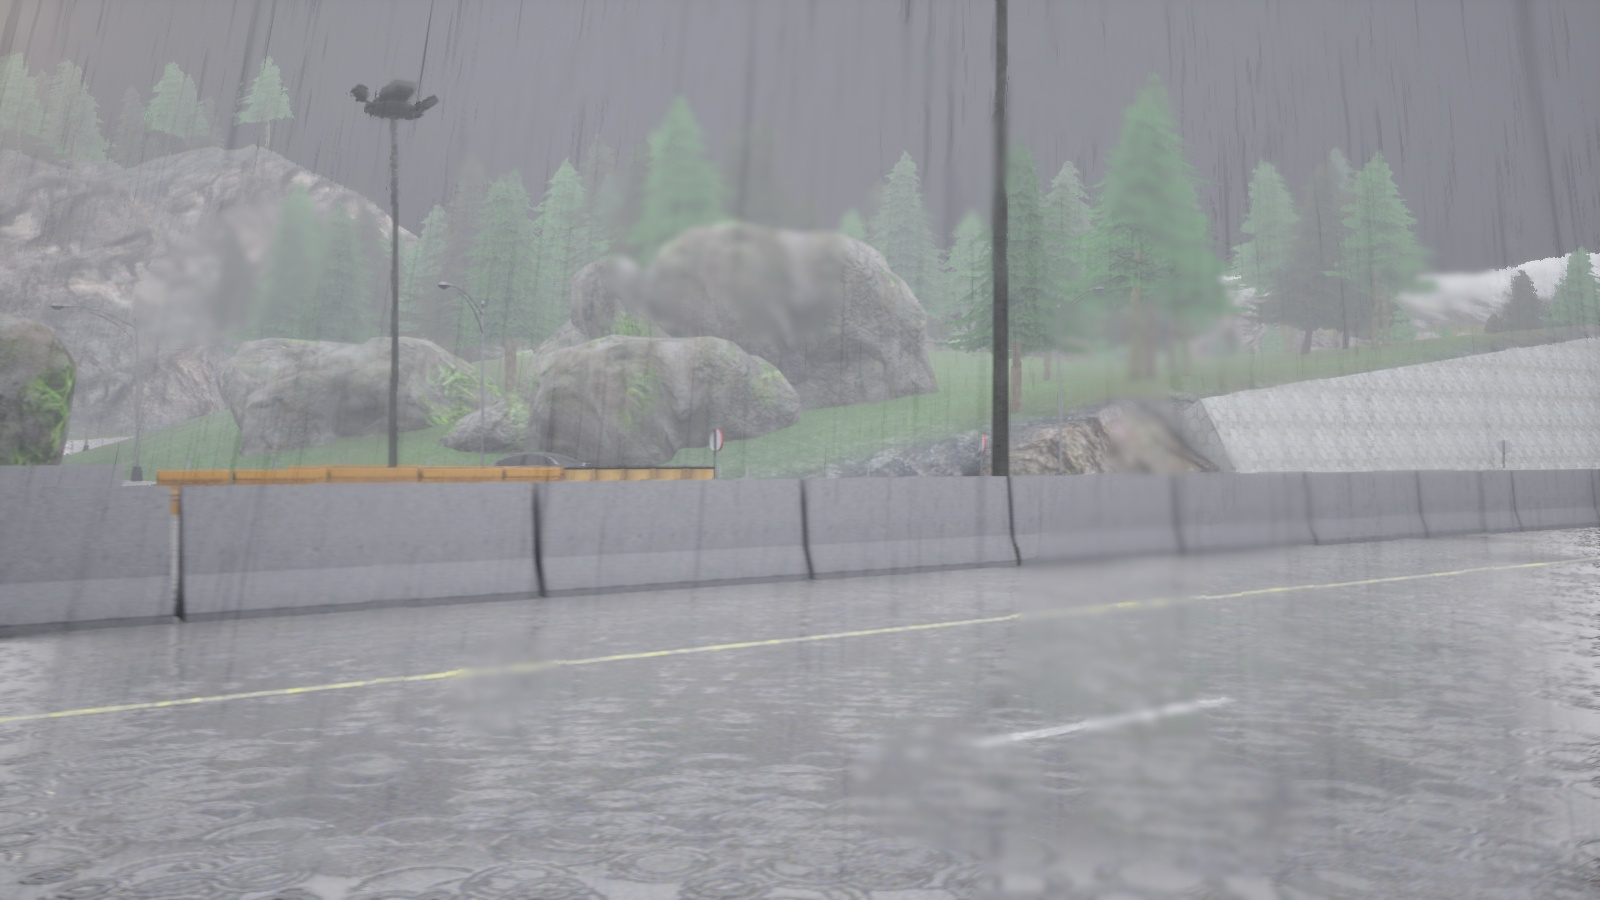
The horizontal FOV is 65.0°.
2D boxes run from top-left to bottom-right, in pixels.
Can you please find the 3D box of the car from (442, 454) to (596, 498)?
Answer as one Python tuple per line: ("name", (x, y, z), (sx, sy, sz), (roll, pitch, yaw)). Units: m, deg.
("car", (-9.767, 0.878, 43.803), (4.892, 1.490, 1.837), (0, 0, 7))
